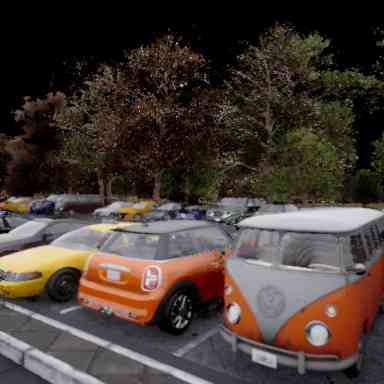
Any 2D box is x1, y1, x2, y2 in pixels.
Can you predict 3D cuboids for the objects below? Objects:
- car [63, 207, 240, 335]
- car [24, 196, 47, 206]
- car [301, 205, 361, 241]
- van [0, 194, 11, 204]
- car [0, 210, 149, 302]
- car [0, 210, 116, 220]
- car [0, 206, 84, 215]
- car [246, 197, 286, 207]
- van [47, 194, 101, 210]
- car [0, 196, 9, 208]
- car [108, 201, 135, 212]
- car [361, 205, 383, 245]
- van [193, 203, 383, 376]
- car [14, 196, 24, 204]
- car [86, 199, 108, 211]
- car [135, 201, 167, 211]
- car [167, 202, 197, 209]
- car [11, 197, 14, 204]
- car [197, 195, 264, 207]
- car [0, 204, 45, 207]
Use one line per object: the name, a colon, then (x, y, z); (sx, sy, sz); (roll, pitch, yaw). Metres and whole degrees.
car: (-0.053, 1.384, 7.196); (2.185, 1.767, 4.553); (0, 0, 36)
car: (-12.784, 1.187, 32.465); (2.435, 2.045, 5.566); (0, 0, 36)
car: (7.583, 1.550, 17.857); (2.002, 1.452, 4.674); (0, 0, 36)
van: (-11.266, 1.248, 15.441); (1.878, 1.987, 4.442); (0, 0, 36)
car: (-2.403, 1.501, 8.696); (1.946, 1.575, 5.366); (0, 0, 36)
car: (-4.553, 1.537, 10.474); (2.002, 1.452, 4.674); (0, 0, 36)
car: (-6.818, 1.490, 12.093); (2.097, 1.535, 5.008); (0, 0, 36)
car: (5.302, 1.378, 19.456); (2.185, 1.767, 4.553); (0, 0, 36)
van: (-10.574, 1.222, 30.767); (1.878, 1.987, 4.442); (0, 0, 36)
car: (-26.445, 1.314, 42.329); (2.097, 1.535, 5.008); (1, 1, 36)
car: (-3.721, 1.474, 25.989); (2.097, 1.535, 5.008); (0, 0, 36)
car: (9.839, 1.516, 16.225); (2.097, 1.535, 5.008); (0, 0, 36)
van: (2.105, 1.290, 5.538); (1.878, 1.987, 4.442); (0, 0, 36)
car: (-14.921, 1.426, 34.264); (1.946, 1.575, 5.366); (0, 0, 36)
car: (-5.984, 1.506, 27.613); (2.002, 1.452, 4.674); (0, 0, 36)
car: (-1.459, 1.483, 24.364); (2.231, 1.521, 4.892); (0, 0, 36)
car: (0.813, 1.519, 22.757); (2.163, 1.488, 4.792); (0, 0, 36)
car: (-17.394, 1.420, 35.808); (2.097, 1.535, 5.008); (0, 0, 36)
car: (3.044, 1.246, 21.083); (2.435, 2.045, 5.566); (0, 0, 36)
car: (-9.071, 1.482, 13.726); (2.097, 1.535, 5.008); (0, 0, 36)
